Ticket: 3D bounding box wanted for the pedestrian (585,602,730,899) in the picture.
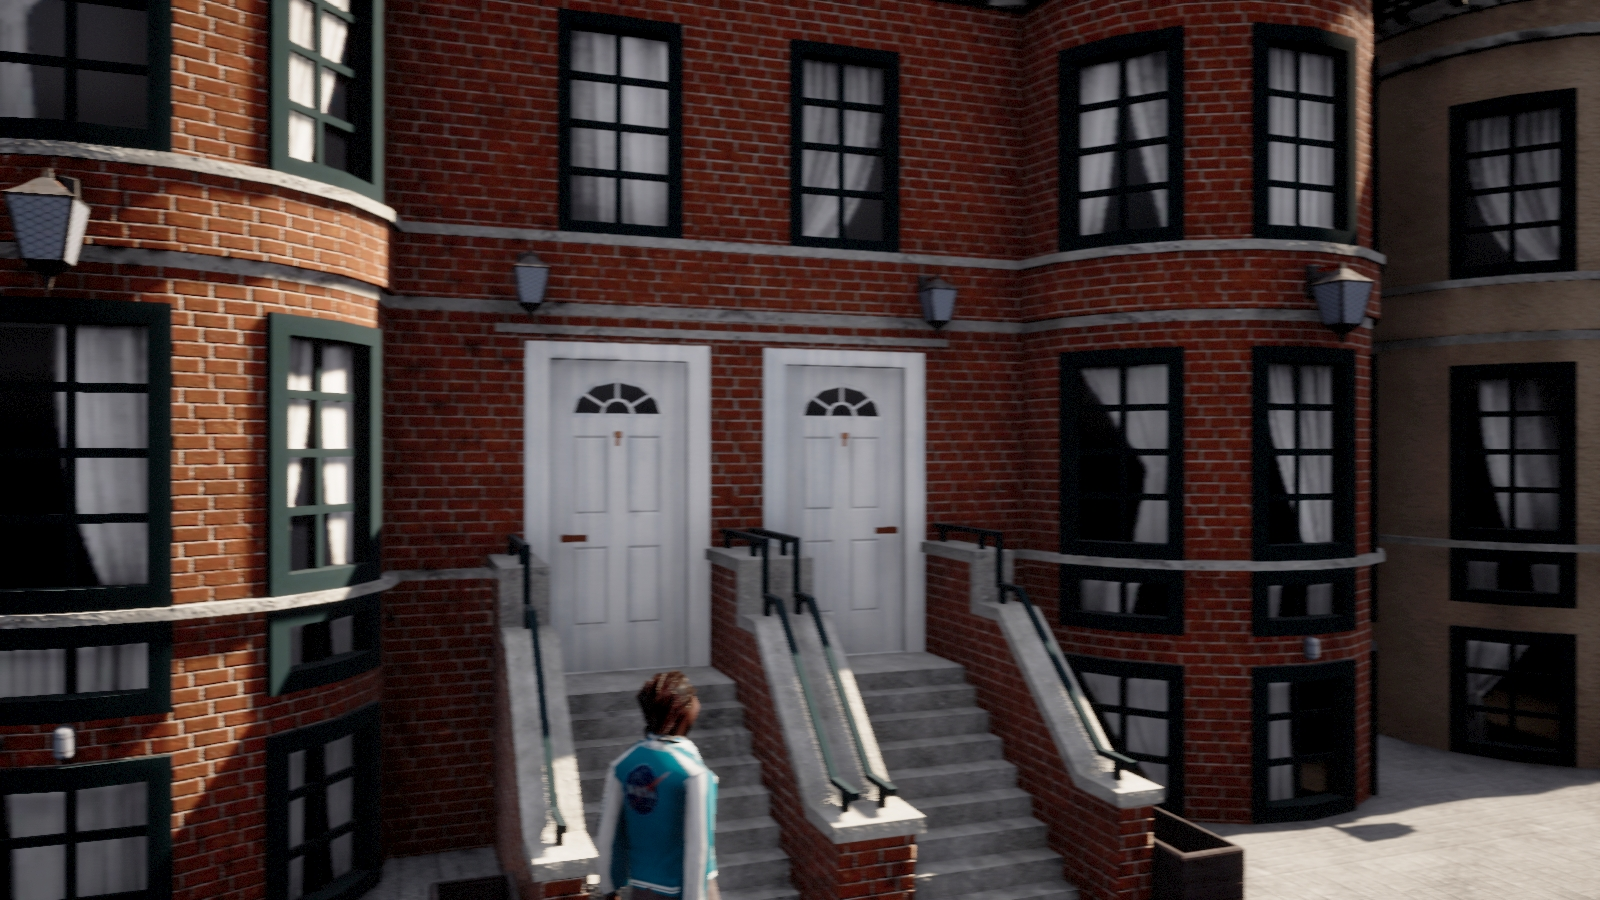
[{"bbox_3d":[-0.522,1.525,4.216,0.375,1.860,0.375,0,0,32],"label":"pedestrian"}]
